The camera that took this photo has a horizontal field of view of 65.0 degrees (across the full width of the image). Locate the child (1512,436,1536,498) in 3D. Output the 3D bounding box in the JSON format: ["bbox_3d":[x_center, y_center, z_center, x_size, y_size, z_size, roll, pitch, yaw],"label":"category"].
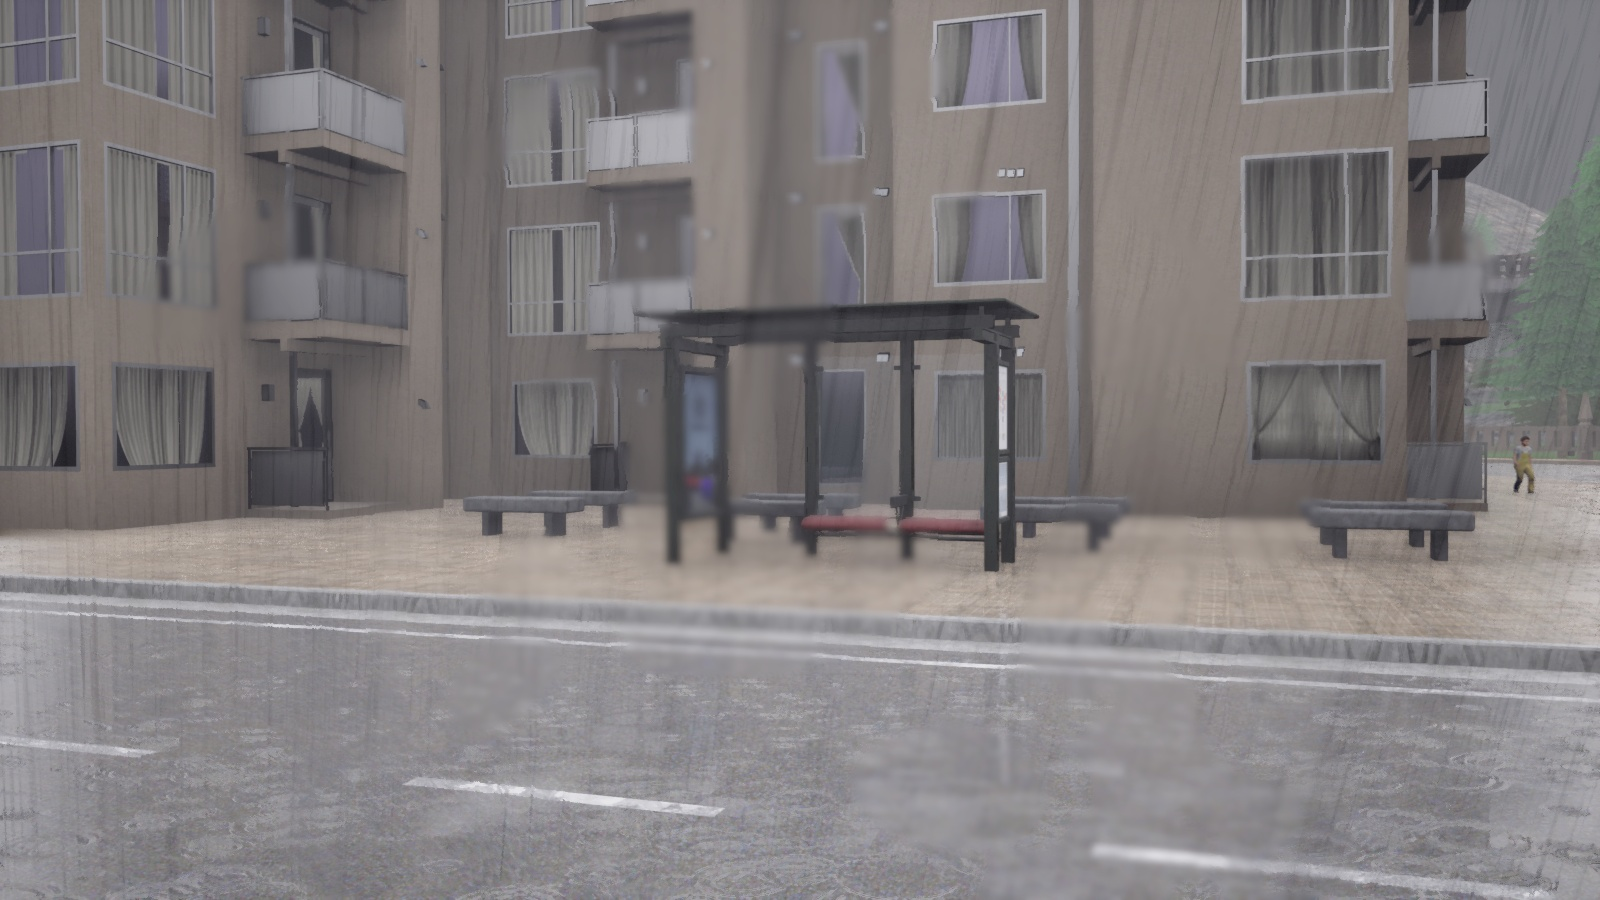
[{"bbox_3d":[14.969,0.345,25.970,0.270,1.263,0.437,0,1,4],"label":"child"}]
